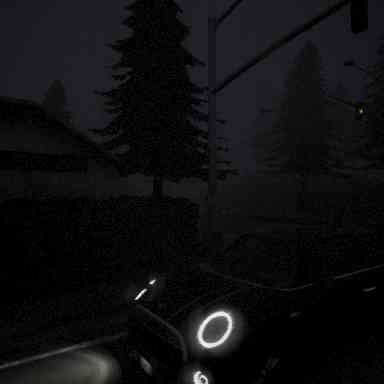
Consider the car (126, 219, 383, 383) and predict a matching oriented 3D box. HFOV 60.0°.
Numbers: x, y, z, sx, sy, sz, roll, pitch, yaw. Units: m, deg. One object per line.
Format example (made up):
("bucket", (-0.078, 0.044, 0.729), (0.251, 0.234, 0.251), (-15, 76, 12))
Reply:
("car", (1.365, 1.352, 4.964), (4.553, 1.767, 2.097), (0, 0, -33))
